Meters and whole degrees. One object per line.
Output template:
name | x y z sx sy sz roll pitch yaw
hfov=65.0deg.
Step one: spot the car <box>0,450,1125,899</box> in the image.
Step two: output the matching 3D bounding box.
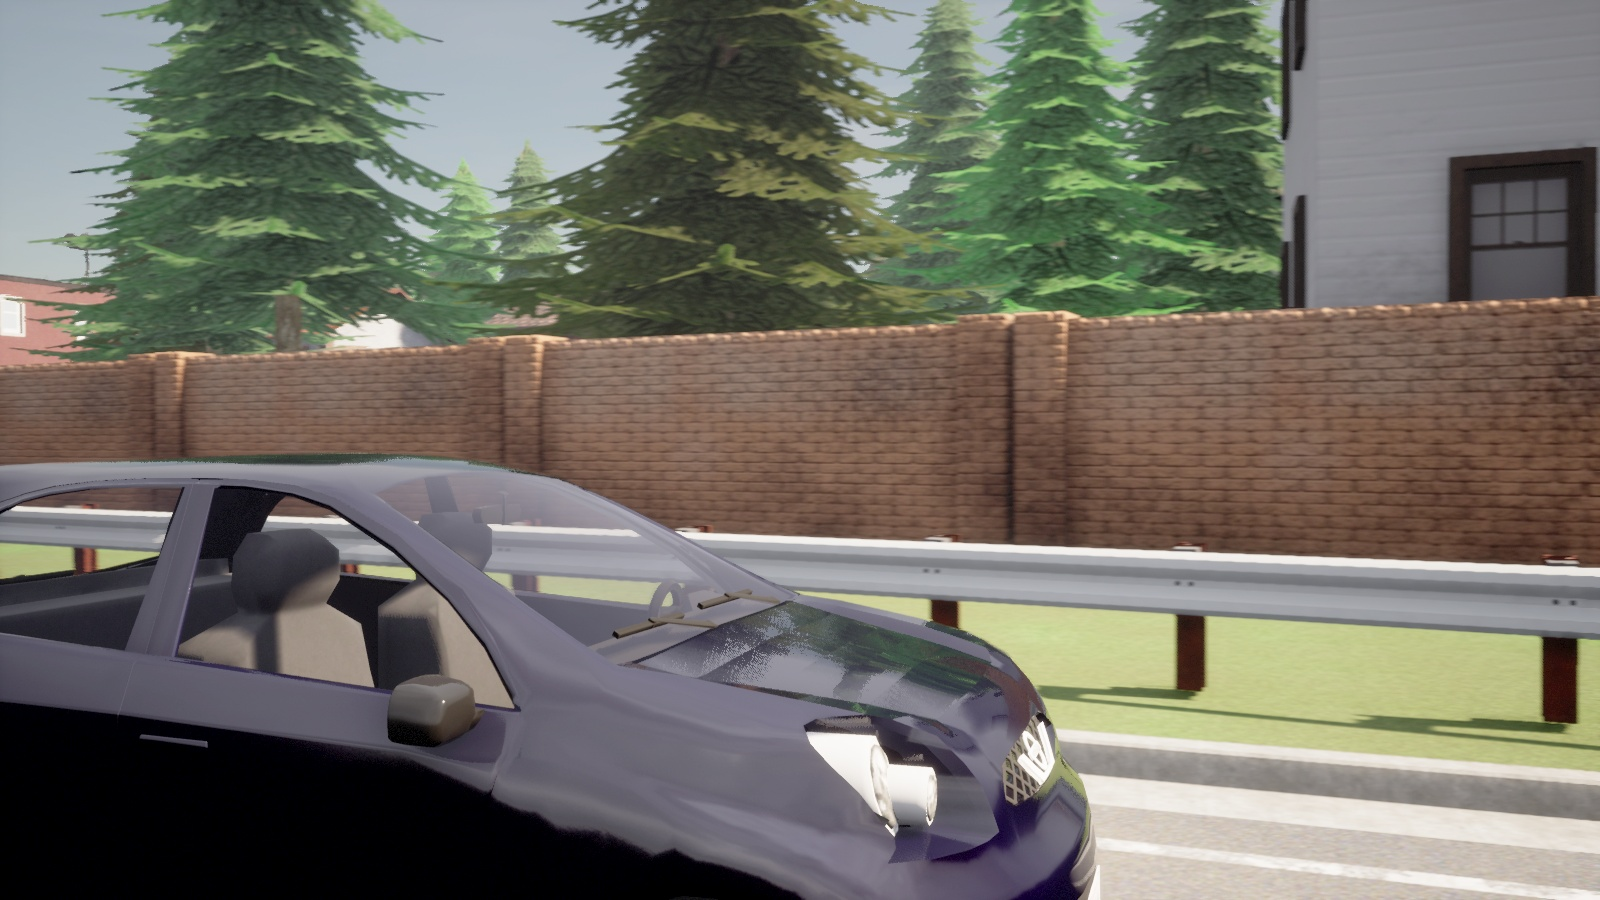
car | -1.031 0.780 3.540 3.633 1.501 1.845 1 1 19
